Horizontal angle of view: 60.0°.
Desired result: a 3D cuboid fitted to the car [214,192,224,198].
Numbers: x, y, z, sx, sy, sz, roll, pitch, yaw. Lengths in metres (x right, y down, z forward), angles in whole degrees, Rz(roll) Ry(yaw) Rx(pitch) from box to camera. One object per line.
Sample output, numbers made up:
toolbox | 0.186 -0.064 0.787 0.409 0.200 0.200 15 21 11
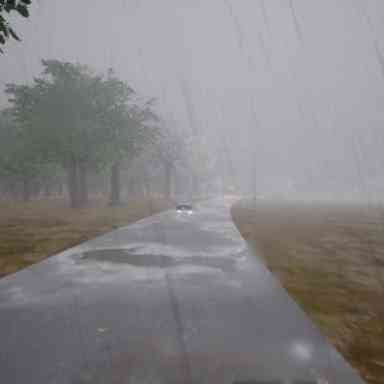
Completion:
car | 6.462 0.797 79.075 2.097 1.767 4.553 0 0 11

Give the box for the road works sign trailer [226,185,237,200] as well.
road works sign trailer | 9.086 0.000 76.585 2.380 3.560 2.880 0 0 10

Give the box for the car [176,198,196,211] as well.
car | -0.648 1.366 39.155 2.033 1.411 5.357 0 0 7
